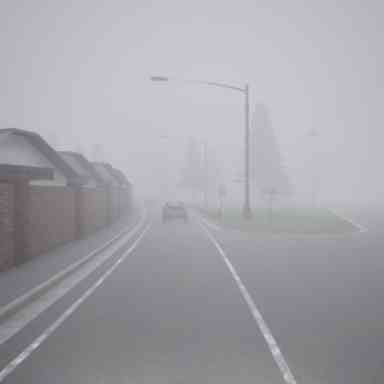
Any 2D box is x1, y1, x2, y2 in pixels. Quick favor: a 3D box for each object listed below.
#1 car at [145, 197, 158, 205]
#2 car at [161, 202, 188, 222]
[{"bbox_3d":[-7.373,1.577,60.627,1.994,1.385,4.181,0,0,-15],"label":"car"},{"bbox_3d":[-1.406,1.495,26.282,2.128,1.511,4.902,0,0,-5],"label":"car"}]
